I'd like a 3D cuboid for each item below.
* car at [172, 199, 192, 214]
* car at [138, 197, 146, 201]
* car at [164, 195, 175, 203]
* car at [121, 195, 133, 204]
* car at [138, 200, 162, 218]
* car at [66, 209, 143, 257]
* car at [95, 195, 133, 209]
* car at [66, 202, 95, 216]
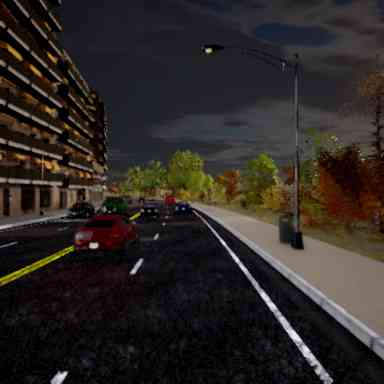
[{"bbox_3d":[-1.047,1.786,38.093,1.994,1.385,4.181,0,0,-3],"label":"car"},{"bbox_3d":[-10.982,1.854,73.215,1.837,1.490,4.892,0,0,-7],"label":"car"},{"bbox_3d":[-5.433,1.682,80.511,2.150,2.045,5.566,0,0,-9],"label":"car"},{"bbox_3d":[-14.201,1.602,72.753,2.150,2.045,5.566,0,0,-7],"label":"car"},{"bbox_3d":[-3.991,1.759,32.549,2.033,1.411,5.357,0,0,-3],"label":"car"},{"bbox_3d":[-3.324,1.626,13.409,1.812,1.442,4.674,0,0,-1],"label":"car"},{"bbox_3d":[-7.428,1.452,32.193,2.150,2.045,5.566,0,0,-3],"label":"car"},{"bbox_3d":[-10.696,1.763,32.425,1.837,1.490,4.892,0,-1,-3],"label":"car"}]
